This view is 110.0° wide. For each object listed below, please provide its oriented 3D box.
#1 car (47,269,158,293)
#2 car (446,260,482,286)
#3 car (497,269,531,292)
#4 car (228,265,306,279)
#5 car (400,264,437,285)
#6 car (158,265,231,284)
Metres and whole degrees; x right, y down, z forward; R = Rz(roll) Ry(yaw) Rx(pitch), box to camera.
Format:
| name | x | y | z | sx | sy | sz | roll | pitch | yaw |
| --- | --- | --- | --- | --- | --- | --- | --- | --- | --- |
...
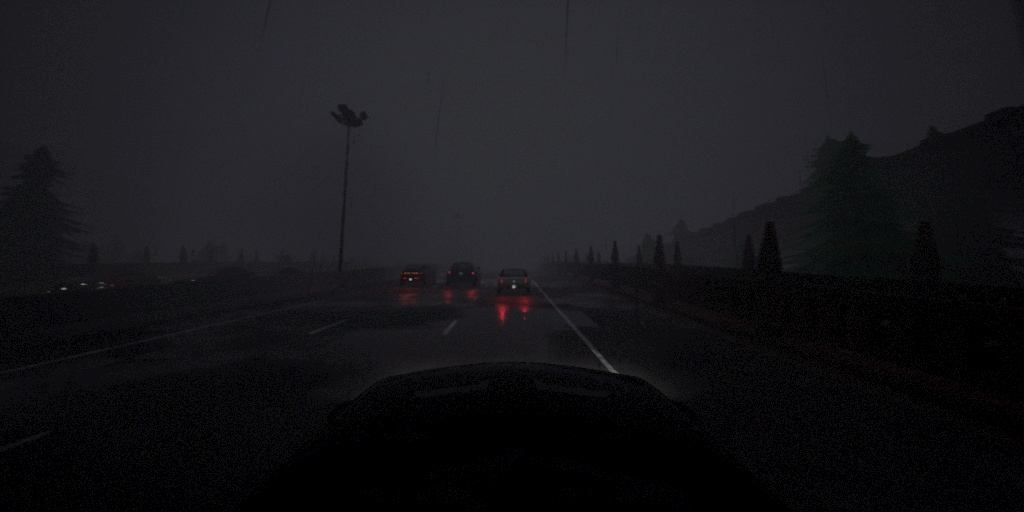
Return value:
| name | x | y | z | sx | sy | sz | roll | pitch | yaw |
| --- | --- | --- | --- | --- | --- | --- | --- | --- | --- |
| car | -21.090 | 1.370 | 18.852 | 1.994 | 1.385 | 4.181 | 0 | 0 | 0 |
| car | -3.397 | 1.185 | 26.064 | 2.097 | 1.767 | 4.553 | 0 | 0 | 0 |
| car | 0.099 | 1.418 | 21.834 | 1.895 | 1.301 | 4.718 | 0 | 0 | 0 |
| car | -14.091 | 1.342 | 21.459 | 1.812 | 1.442 | 4.674 | 0 | 0 | 0 |
| car | -6.896 | 1.342 | 26.767 | 1.837 | 1.490 | 4.892 | 0 | 0 | 0 |
| car | -17.591 | 1.294 | 21.426 | 1.882 | 1.535 | 5.008 | 0 | 0 | 0 |
